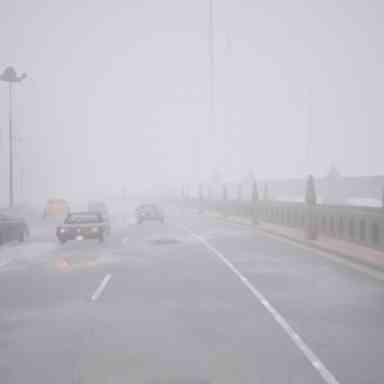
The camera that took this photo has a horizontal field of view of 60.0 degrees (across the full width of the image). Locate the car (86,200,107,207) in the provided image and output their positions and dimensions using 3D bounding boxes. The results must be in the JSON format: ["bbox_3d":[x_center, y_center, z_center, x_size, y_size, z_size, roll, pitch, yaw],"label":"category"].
[{"bbox_3d":[-9.646,1.540,33.588,2.033,1.411,5.357,0,0,-20],"label":"car"}]

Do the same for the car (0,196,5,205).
[{"bbox_3d":[-24.085,1.568,40.107,1.882,1.535,5.008,0,0,-27],"label":"car"}]

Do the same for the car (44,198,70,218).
[{"bbox_3d":[-12.607,1.369,31.219,2.097,1.767,4.553,0,0,-19],"label":"car"}]

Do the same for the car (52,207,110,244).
[{"bbox_3d":[-4.984,1.596,15.881,1.895,1.301,4.718,0,0,-9],"label":"car"}]

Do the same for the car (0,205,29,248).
[{"bbox_3d":[-8.163,1.506,13.337,2.128,1.511,4.902,0,0,-8],"label":"car"}]

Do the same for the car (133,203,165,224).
[{"bbox_3d":[-3.272,1.518,24.750,2.033,1.411,5.357,0,0,-15],"label":"car"}]
